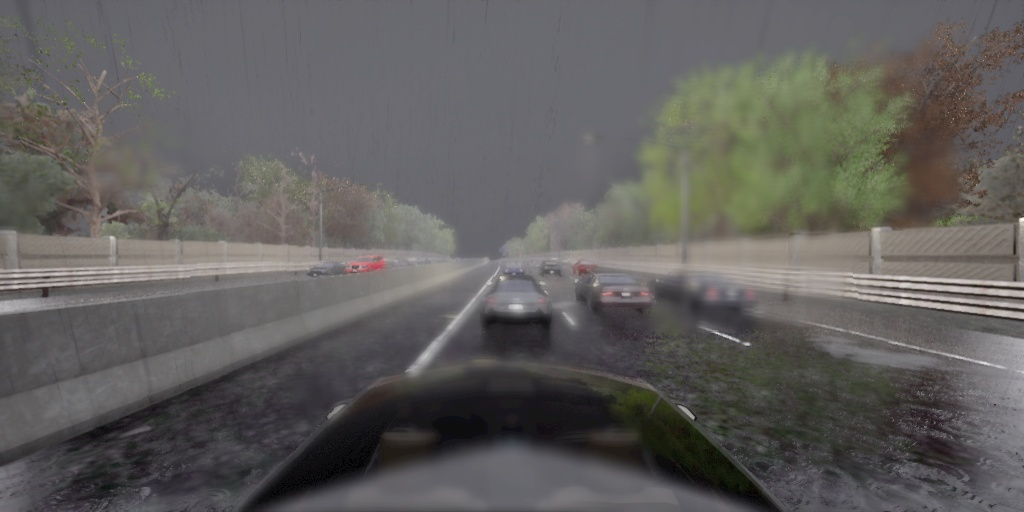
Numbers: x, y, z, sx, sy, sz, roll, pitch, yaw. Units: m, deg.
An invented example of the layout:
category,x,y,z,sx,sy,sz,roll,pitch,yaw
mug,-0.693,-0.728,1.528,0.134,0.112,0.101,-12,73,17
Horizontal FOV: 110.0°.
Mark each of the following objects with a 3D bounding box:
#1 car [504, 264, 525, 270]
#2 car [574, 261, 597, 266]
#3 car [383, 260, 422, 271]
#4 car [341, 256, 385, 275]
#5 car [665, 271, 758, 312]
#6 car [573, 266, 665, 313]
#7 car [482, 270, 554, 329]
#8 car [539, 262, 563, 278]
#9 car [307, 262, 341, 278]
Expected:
category,x,y,z,sx,sy,sz,roll,pitch,yaw
car,0.229,1.362,32.529,1.895,1.301,4.718,0,0,0
car,7.215,1.243,35.187,1.882,1.535,5.008,0,0,0
car,-10.476,1.321,34.662,1.994,1.385,4.181,0,0,0
car,-13.975,0.978,34.815,2.150,2.045,5.566,0,0,0
car,7.207,1.304,14.215,2.033,1.411,5.357,0,0,0
car,3.705,1.303,13.909,2.033,1.411,5.357,0,0,0
car,0.175,1.318,11.280,1.994,1.385,4.181,0,0,1
car,3.719,1.268,34.235,1.837,1.490,4.892,0,0,0
car,-17.482,1.304,34.610,2.033,1.411,5.357,0,0,0
